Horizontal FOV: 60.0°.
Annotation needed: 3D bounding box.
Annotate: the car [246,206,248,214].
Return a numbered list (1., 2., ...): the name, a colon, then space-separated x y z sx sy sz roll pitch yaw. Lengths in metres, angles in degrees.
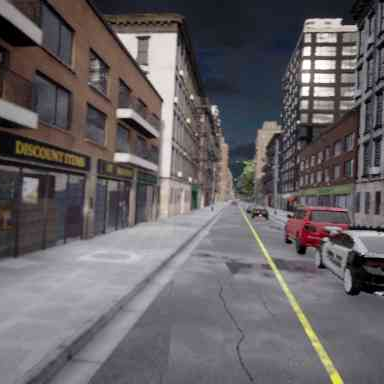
1. car: 9.385 2.646 50.860 1.994 1.385 4.181 3 -1 7

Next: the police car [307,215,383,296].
1. police car: 4.991 1.781 9.639 1.930 1.638 5.238 3 -1 7

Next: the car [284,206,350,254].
1. car: 5.756 1.688 15.512 2.150 2.045 5.566 3 -1 7

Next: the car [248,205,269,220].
1. car: 7.866 2.360 38.832 1.837 1.490 4.892 3 -1 8
